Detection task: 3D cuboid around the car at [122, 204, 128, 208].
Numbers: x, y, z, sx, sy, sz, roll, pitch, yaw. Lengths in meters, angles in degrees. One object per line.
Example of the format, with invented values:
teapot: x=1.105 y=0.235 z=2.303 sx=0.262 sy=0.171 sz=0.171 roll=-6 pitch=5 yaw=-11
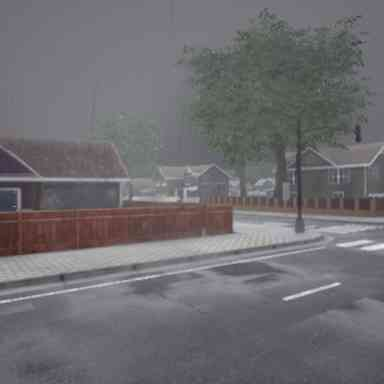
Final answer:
car: x=-11.055 y=1.909 z=51.572 sx=1.895 sy=1.301 sz=4.718 roll=-1 pitch=0 yaw=-28
